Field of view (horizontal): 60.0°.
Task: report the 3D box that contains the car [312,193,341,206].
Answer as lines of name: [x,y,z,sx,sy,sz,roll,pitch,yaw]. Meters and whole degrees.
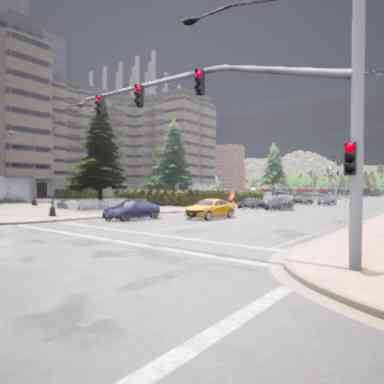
car: [20.681,1.292,50.969,2.128,1.511,4.902,1,1,37]

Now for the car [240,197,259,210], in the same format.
car: [6.903,1.296,38.561,1.994,1.385,4.181,1,1,37]

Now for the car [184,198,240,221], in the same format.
car: [1.424,1.269,25.409,1.882,1.535,5.008,1,1,37]

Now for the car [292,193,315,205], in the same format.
car: [17.878,1.332,53.067,2.033,1.411,5.357,1,1,37]

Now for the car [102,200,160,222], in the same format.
car: [-4.205,1.275,23.696,1.812,1.442,4.674,1,1,37]

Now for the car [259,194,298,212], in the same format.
car: [9.531,1.283,36.232,1.837,1.490,4.892,1,1,37]
